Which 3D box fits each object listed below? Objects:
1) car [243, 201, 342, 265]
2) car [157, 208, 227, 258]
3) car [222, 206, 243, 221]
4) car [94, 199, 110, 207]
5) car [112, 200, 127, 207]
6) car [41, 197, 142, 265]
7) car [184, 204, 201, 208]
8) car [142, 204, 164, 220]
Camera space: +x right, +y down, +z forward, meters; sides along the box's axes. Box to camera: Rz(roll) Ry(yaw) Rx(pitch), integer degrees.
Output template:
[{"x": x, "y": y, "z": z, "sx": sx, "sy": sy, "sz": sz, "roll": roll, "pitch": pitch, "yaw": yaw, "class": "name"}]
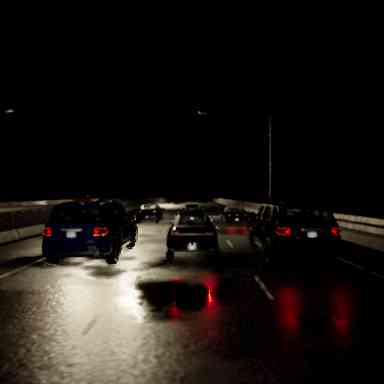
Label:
[{"x": 3.507, "y": 1.344, "z": 12.352, "sx": 2.150, "sy": 2.045, "sz": 5.566, "roll": 0, "pitch": 0, "yaw": 0, "class": "car"}, {"x": 0.016, "y": 1.621, "z": 13.292, "sx": 2.128, "sy": 1.511, "sz": 4.902, "roll": 0, "pitch": 0, "yaw": 0, "class": "car"}, {"x": 3.512, "y": 1.868, "z": 28.020, "sx": 1.895, "sy": 1.301, "sz": 4.718, "roll": 0, "pitch": -1, "yaw": 0, "class": "car"}, {"x": -17.512, "y": 2.108, "z": 64.733, "sx": 1.837, "sy": 1.490, "sz": 4.892, "roll": 0, "pitch": 0, "yaw": 0, "class": "car"}, {"x": -14.011, "y": 2.207, "z": 64.789, "sx": 1.895, "sy": 1.301, "sz": 4.718, "roll": 0, "pitch": 0, "yaw": 0, "class": "car"}, {"x": -3.494, "y": 1.344, "z": 12.338, "sx": 2.150, "sy": 2.045, "sz": 5.566, "roll": 0, "pitch": 0, "yaw": 0, "class": "car"}, {"x": 0.016, "y": 1.777, "z": 28.292, "sx": 1.837, "sy": 1.490, "sz": 4.892, "roll": 0, "pitch": 0, "yaw": 0, "class": "car"}, {"x": -3.485, "y": 1.763, "z": 28.289, "sx": 2.128, "sy": 1.511, "sz": 4.902, "roll": 0, "pitch": 0, "yaw": 0, "class": "car"}]
